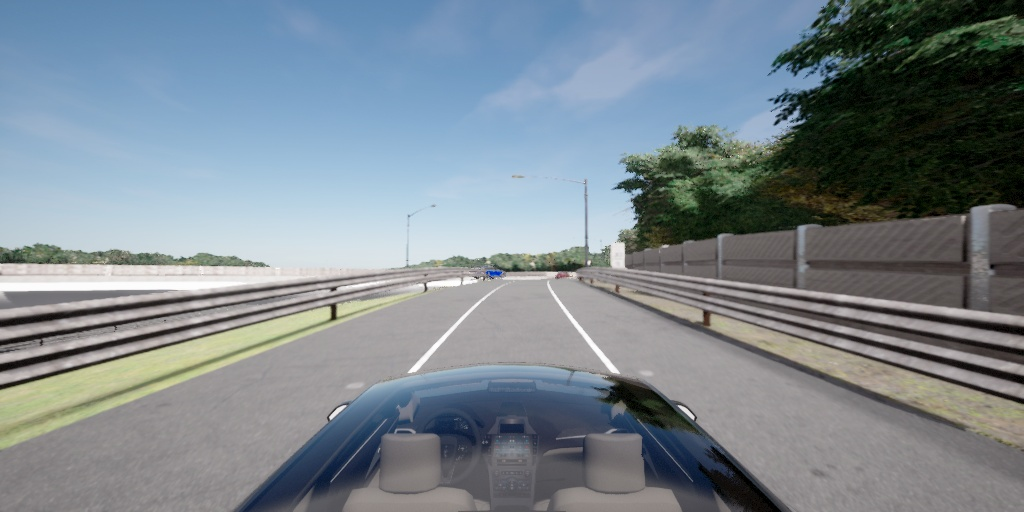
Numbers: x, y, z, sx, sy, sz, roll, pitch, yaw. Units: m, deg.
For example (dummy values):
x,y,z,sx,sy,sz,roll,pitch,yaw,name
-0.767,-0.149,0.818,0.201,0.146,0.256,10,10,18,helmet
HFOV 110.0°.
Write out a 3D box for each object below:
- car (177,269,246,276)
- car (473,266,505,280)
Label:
x,y,z,sx,sy,sz,roll,pitch,yaw,name
-26.912,1.623,32.362,4.718,1.301,1.895,3,-4,-36,car
-3.388,2.553,53.740,2.150,2.045,5.566,-2,-4,39,car
